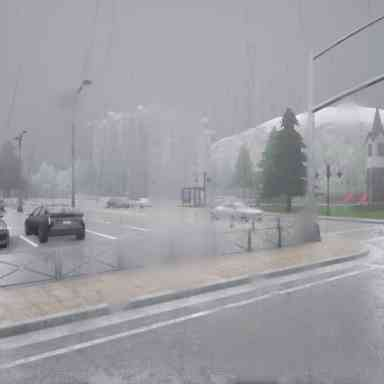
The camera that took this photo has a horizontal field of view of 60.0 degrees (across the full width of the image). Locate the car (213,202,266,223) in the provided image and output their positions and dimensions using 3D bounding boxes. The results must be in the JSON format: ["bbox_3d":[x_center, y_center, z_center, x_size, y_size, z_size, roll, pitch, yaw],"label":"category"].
[{"bbox_3d":[3.534,1.526,25.702,1.812,1.442,4.674,0,0,-37],"label":"car"}]

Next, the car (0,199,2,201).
[{"bbox_3d":[-21.592,1.374,36.423,1.845,1.501,3.633,0,0,-36],"label":"car"}]

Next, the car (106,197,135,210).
[{"bbox_3d":[-9.775,1.506,43.842,1.837,1.490,4.892,0,0,-36],"label":"car"}]

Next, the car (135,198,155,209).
[{"bbox_3d":[-6.816,1.526,45.805,1.812,1.442,4.674,0,0,-36],"label":"car"}]

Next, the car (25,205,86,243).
[{"bbox_3d":[-6.356,1.340,15.313,2.007,1.523,4.514,0,0,-36],"label":"car"}]

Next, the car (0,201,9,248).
[{"bbox_3d":[-8.870,1.331,13.436,2.152,1.636,5.027,0,0,-36],"label":"car"}]
